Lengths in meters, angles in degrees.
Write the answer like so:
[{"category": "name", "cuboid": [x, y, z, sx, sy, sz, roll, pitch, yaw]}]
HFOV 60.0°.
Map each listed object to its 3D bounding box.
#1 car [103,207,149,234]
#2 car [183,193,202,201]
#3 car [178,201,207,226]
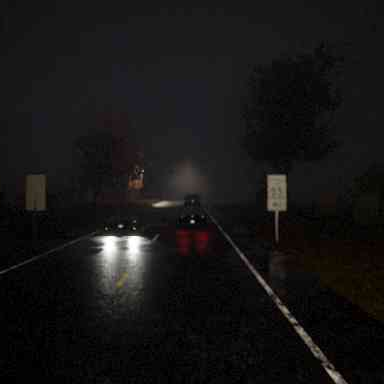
[{"category": "car", "cuboid": [-3.600, 1.528, 18.746, 1.994, 1.385, 4.181, 0, 0, 0]}, {"category": "car", "cuboid": [0.056, 1.187, 41.751, 2.150, 2.045, 5.566, 0, 0, 0]}, {"category": "car", "cuboid": [0.049, 1.562, 22.927, 1.895, 1.301, 4.718, 0, 0, 0]}]
